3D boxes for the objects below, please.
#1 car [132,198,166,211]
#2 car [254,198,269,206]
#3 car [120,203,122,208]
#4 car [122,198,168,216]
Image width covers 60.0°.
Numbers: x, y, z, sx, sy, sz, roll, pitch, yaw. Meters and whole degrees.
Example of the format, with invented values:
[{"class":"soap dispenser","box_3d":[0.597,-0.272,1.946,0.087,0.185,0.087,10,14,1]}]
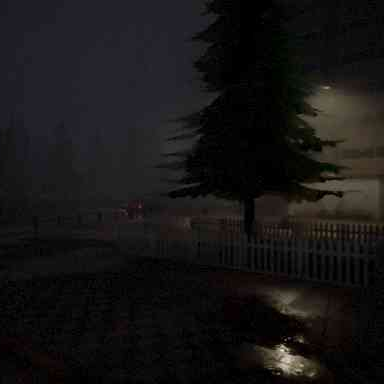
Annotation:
[{"class":"car","box_3d":[-5.638,1.631,44.539,1.812,1.442,4.674,0,0,35]},{"class":"car","box_3d":[11.340,1.681,56.125,1.895,1.301,4.718,0,0,36]},{"class":"car","box_3d":[-8.050,1.621,47.195,1.837,1.490,4.892,0,0,36]},{"class":"car","box_3d":[-4.442,1.433,33.973,2.097,1.767,4.553,0,0,35]}]
